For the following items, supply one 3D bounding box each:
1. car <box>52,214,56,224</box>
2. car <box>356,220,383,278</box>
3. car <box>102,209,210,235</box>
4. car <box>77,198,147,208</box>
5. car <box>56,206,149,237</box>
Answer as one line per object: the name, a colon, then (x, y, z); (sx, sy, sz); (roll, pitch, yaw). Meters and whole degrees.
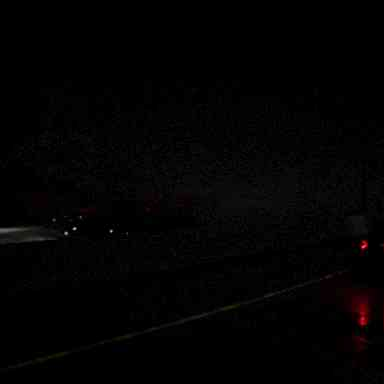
car: (-7.815, 1.729, 24.854); (4.902, 1.511, 2.128); (1, -1, -44)
car: (6.639, 1.526, 9.771); (4.553, 1.767, 2.097); (1, -1, -44)
car: (-1.388, 1.737, 16.545); (5.357, 1.411, 2.033); (1, -1, -42)
car: (-5.398, 1.448, 22.324); (5.566, 2.045, 2.150); (1, -1, -44)
car: (-4.371, 1.737, 18.596); (5.357, 1.411, 2.033); (1, -1, -42)
